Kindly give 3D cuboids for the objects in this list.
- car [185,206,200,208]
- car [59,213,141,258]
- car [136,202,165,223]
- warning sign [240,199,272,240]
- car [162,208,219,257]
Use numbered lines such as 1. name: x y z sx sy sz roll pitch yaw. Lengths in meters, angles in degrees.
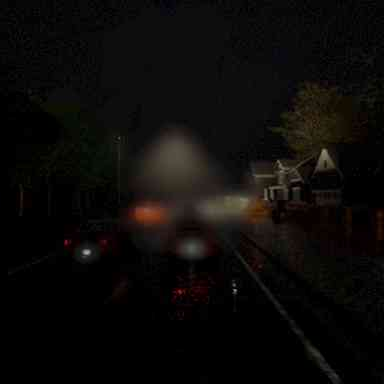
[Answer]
1. car: 0.029 1.843 28.488 1.994 1.385 4.181 0 0 0
2. car: -3.479 1.732 13.269 1.895 1.301 4.718 0 -1 0
3. car: -3.473 1.629 28.444 2.097 1.767 4.553 0 -1 1
4. warning sign: 3.047 1.272 15.909 1.300 1.860 1.060 0 -1 0
5. car: 0.026 1.641 13.512 1.837 1.490 4.892 0 0 1
